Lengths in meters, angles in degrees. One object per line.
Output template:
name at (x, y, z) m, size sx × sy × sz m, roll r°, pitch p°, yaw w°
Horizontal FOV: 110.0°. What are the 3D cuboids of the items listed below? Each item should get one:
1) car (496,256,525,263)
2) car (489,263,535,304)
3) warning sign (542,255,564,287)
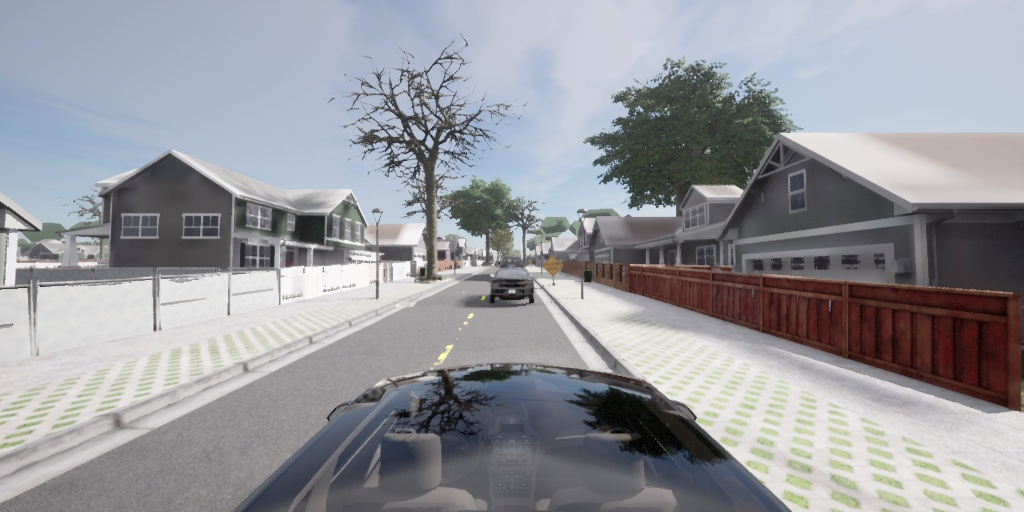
car at (0.000, 1.052, 31.562) m, size 2.150 × 2.045 × 5.566 m, roll 0°, pitch 0°, yaw 0°
car at (0.000, 1.244, 16.514) m, size 1.882 × 1.535 × 5.008 m, roll 0°, pitch 0°, yaw 0°
warning sign at (2.517, 0.880, 21.613) m, size 1.300 × 1.860 × 1.060 m, roll 0°, pitch 0°, yaw 0°
